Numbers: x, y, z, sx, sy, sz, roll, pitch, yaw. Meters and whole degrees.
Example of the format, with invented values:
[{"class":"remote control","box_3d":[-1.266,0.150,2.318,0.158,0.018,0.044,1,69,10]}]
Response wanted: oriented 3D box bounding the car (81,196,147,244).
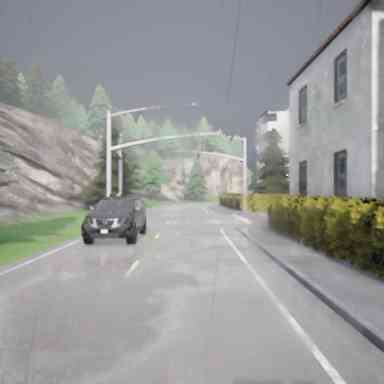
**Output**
[{"class":"car","box_3d":[-3.523,1.231,16.097,2.150,2.045,5.566,0,0,0]}]
